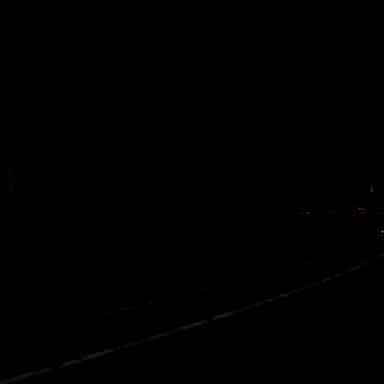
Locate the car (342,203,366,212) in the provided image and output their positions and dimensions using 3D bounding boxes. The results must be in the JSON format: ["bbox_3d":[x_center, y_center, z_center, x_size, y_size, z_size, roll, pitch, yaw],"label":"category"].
[{"bbox_3d":[26.889,2.554,55.307,1.837,1.490,4.892,-4,-3,-4],"label":"car"}]
